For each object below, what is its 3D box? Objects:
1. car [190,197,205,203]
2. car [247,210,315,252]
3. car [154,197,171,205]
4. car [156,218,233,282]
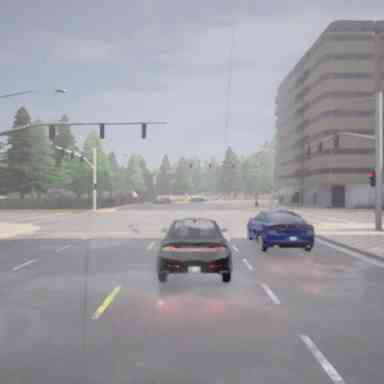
[{"bbox_3d":[1.297,1.772,78.458,1.994,1.385,4.181,0,0,34],"label":"car"},{"bbox_3d":[3.592,1.518,14.227,1.882,1.535,5.008,0,0,0],"label":"car"},{"bbox_3d":[-5.611,1.726,63.803,2.033,1.411,5.357,0,0,14],"label":"car"},{"bbox_3d":[0.073,1.519,9.823,2.128,1.511,4.902,0,0,0],"label":"car"}]
